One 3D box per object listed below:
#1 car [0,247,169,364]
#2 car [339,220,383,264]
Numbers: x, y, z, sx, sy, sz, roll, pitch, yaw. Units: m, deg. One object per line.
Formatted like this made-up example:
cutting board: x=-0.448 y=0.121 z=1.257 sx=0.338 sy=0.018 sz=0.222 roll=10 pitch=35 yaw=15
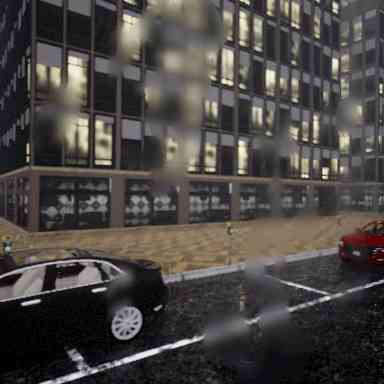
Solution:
car: x=-2.429 y=1.556 z=4.824 sx=4.403 sy=1.369 sz=2.008 roll=1 pitch=0 yaw=-35
car: x=6.841 y=1.637 z=11.432 sx=4.507 sy=1.381 sz=1.887 roll=1 pitch=0 yaw=-35
